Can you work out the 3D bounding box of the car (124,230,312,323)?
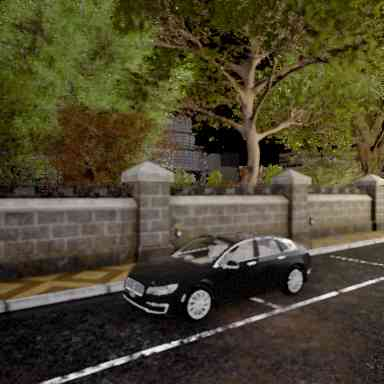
[{"bbox_3d":[0.742,1.547,7.081,4.403,1.369,2.008,0,0,-35],"label":"car"}]
